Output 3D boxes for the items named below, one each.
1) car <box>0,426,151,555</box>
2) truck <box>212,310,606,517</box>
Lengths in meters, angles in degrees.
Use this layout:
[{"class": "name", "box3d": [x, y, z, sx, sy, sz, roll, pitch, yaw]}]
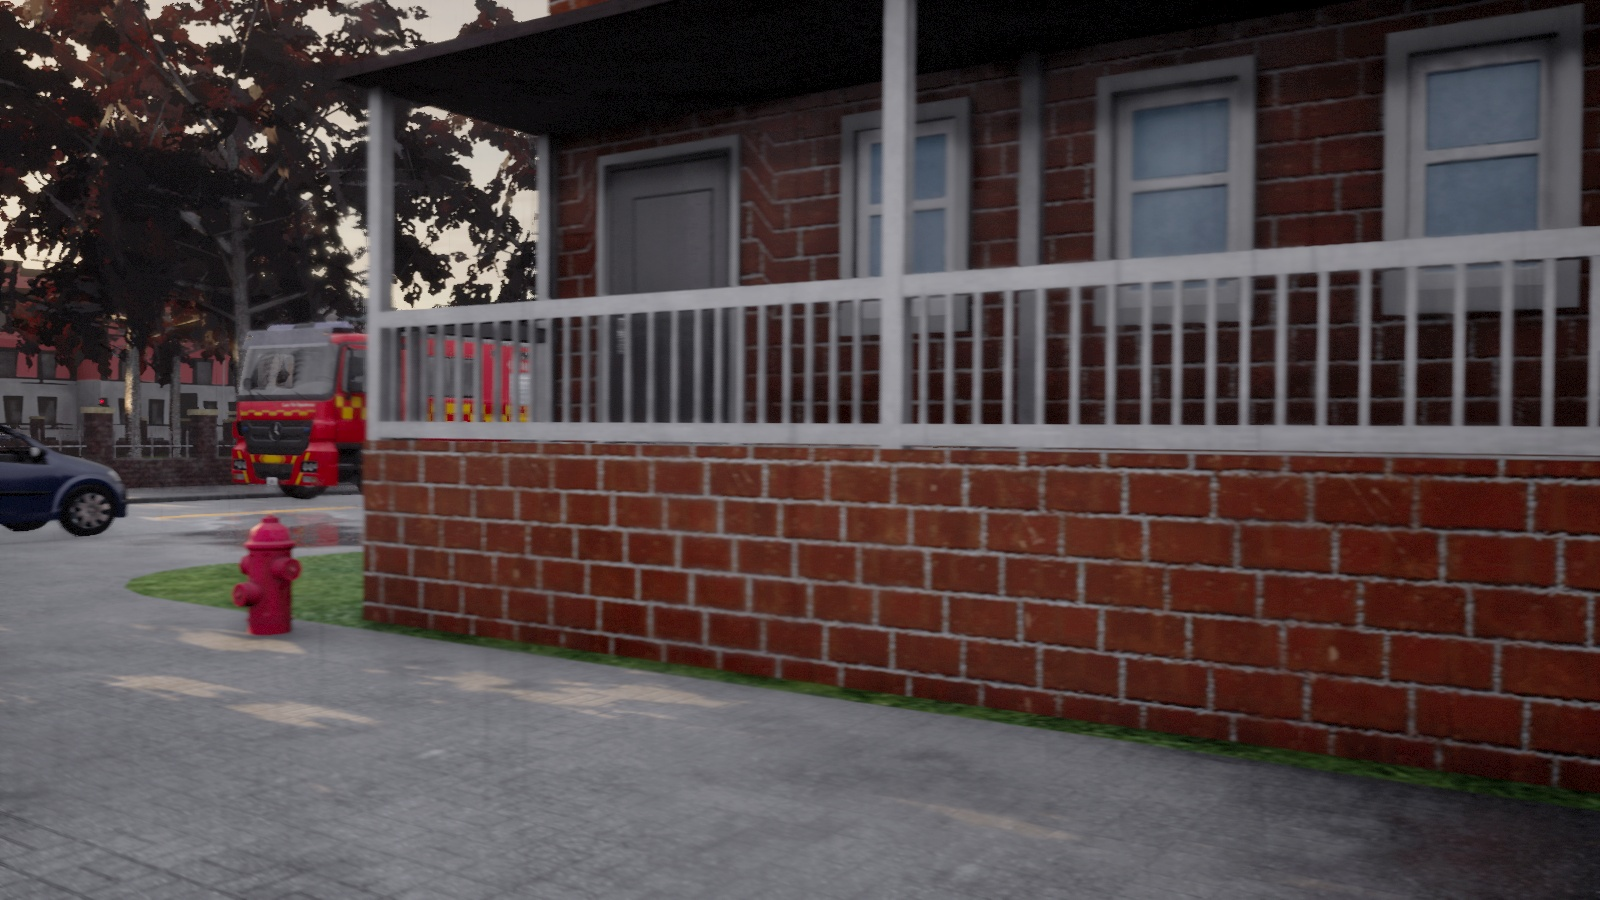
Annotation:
[{"class": "car", "box3d": [-10.779, 0.507, 16.107, 1.851, 1.617, 3.988, 0, 1, 29]}, {"class": "truck", "box3d": [-8.109, -0.736, 27.560, 2.891, 3.827, 8.468, 0, 1, 30]}]
